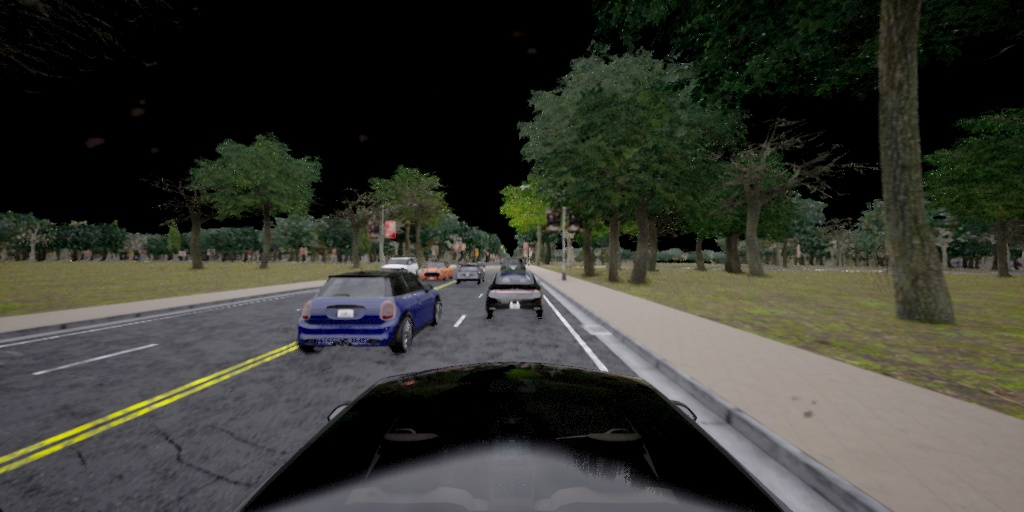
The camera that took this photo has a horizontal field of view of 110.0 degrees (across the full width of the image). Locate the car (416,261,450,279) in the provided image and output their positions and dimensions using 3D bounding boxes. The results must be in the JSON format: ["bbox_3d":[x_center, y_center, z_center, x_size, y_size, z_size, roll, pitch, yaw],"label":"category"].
[{"bbox_3d":[-6.592,1.261,31.656,2.097,1.767,4.553,0,0,0],"label":"car"}]

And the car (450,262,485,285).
[{"bbox_3d":[-3.150,1.429,27.996,2.033,1.411,5.357,0,0,0],"label":"car"}]

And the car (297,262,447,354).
[{"bbox_3d":[-3.168,1.124,8.975,2.097,1.767,4.553,0,0,0],"label":"car"}]

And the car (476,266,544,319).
[{"bbox_3d":[0.093,1.282,13.008,2.128,1.511,4.902,0,0,0],"label":"car"}]

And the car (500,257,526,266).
[{"bbox_3d":[0.105,1.133,32.009,2.150,2.045,5.566,0,0,0],"label":"car"}]

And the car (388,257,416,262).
[{"bbox_3d":[-9.843,1.134,31.675,2.150,2.045,5.566,0,-1,0],"label":"car"}]
